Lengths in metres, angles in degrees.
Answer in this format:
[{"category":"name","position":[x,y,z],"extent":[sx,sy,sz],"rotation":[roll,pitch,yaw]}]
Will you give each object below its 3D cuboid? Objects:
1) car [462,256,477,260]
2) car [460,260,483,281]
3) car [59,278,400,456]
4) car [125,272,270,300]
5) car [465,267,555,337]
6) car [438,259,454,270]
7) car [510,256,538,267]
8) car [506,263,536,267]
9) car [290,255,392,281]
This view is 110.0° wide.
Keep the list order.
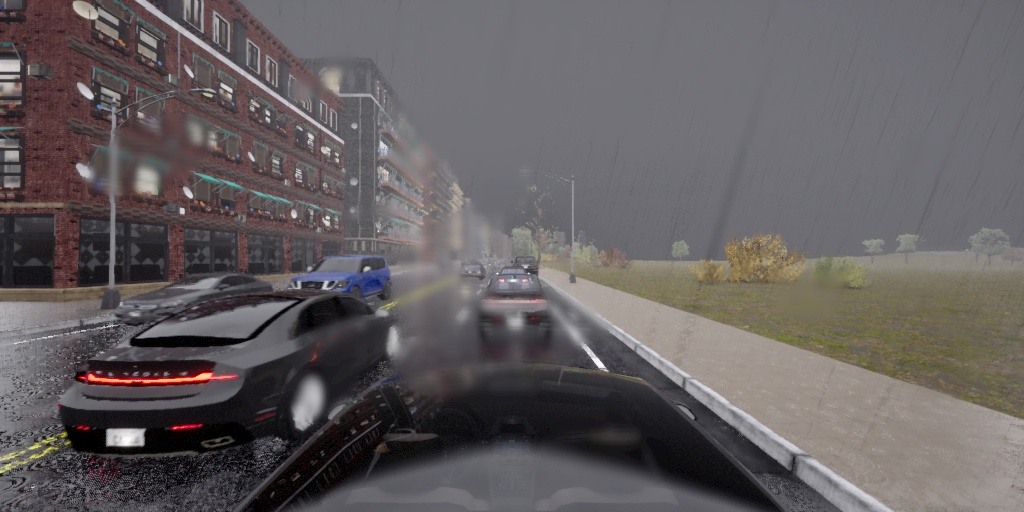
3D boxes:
[{"category":"car","position":[-6.704,0.973,57.322],"extent":[2.150,2.045,5.566],"rotation":[0,0,0]},{"category":"car","position":[-3.205,1.301,30.104],"extent":[2.033,1.411,5.357],"rotation":[0,0,-1]},{"category":"car","position":[-3.157,1.254,5.352],"extent":[1.837,1.490,4.892],"rotation":[0,-1,0]},{"category":"car","position":[-9.871,1.277,11.737],"extent":[1.812,1.442,4.674],"rotation":[0,0,0]},{"category":"car","position":[0.083,1.243,10.281],"extent":[2.128,1.511,4.902],"rotation":[0,0,0]},{"category":"car","position":[-9.952,1.257,54.299],"extent":[1.837,1.490,4.892],"rotation":[0,0,0]},{"category":"car","position":[1.077,0.979,30.933],"extent":[2.150,2.045,5.566],"rotation":[0,0,0]},{"category":"car","position":[0.065,1.300,20.721],"extent":[2.033,1.411,5.357],"rotation":[0,0,0]},{"category":"car","position":[-6.626,0.973,14.506],"extent":[2.150,2.045,5.566],"rotation":[0,0,0]}]
